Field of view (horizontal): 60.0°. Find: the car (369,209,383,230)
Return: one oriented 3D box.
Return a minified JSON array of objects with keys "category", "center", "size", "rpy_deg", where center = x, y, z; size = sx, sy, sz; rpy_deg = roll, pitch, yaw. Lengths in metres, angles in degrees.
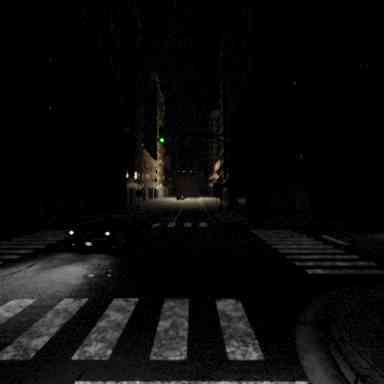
[{"category":"car","center":[12.377,1.235,17.956],"size":[5.009,1.841,2.192],"rpy_deg":[0,0,0]}]

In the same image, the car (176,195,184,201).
[{"category":"car","center":[-2.629,1.293,74.658],"size":[2.033,1.411,5.357],"rpy_deg":[0,0,0]}]

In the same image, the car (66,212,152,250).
[{"category":"car","center":[-3.339,1.575,14.310],"size":[1.895,1.301,4.718],"rpy_deg":[0,0,12]}]
